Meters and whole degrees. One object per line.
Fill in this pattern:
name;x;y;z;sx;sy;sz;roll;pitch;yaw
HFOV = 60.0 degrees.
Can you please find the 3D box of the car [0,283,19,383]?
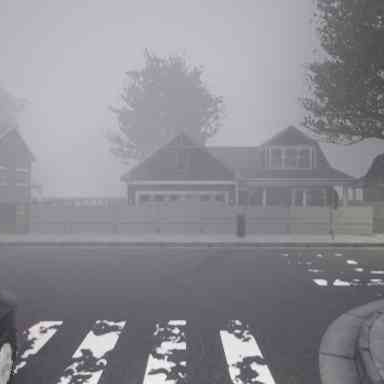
car;-2.682;1.509;2.040;1.837;1.490;4.892;3;-1;-8
